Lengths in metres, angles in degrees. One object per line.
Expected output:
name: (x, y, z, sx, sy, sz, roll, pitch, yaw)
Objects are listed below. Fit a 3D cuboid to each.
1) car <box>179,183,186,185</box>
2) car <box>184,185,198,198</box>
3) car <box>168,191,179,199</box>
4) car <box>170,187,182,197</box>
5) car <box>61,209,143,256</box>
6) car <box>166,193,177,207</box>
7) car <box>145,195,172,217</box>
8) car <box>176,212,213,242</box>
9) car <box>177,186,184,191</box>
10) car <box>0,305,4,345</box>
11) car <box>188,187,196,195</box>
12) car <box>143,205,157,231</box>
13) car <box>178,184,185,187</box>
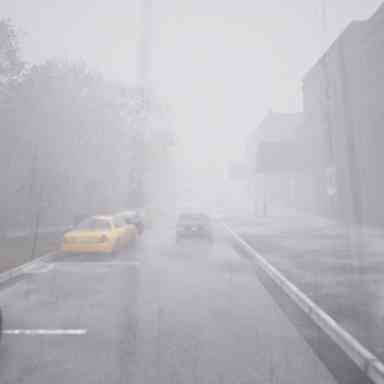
car: (-3.602, -0.991, 94.689, 2.163, 1.488, 4.792, 0, 3, 2)
car: (0.034, 0.152, 66.278, 2.150, 2.045, 5.566, 0, 3, 0)
car: (-3.609, 1.170, 50.117, 2.231, 1.521, 4.892, 1, 3, 2)
car: (-3.623, 0.534, 61.236, 2.185, 1.767, 4.553, 0, 3, 2)
car: (-3.638, 1.632, 13.963, 1.946, 1.575, 5.366, 0, 0, 2)
car: (-3.608, 1.353, 44.380, 1.946, 1.575, 5.366, 1, 2, 2)
car: (-3.612, 1.492, 33.359, 2.185, 1.767, 4.553, 2, 1, 2)
car: (0.108, 1.739, 17.499, 2.033, 1.411, 5.357, 0, 0, 0)
car: (-3.616, 0.106, 72.396, 2.231, 1.521, 4.892, 0, 3, 2)
car: (-3.662, 1.574, 2.715, 2.163, 1.488, 4.792, -1, 0, 2)
car: (0.040, -0.258, 76.730, 1.837, 1.490, 4.892, 0, 3, 0)
car: (-3.642, 1.727, 20.099, 2.002, 1.452, 4.674, 0, 0, 2)
car: (-3.602, -0.466, 83.716, 1.946, 1.575, 5.366, 0, 3, 2)
